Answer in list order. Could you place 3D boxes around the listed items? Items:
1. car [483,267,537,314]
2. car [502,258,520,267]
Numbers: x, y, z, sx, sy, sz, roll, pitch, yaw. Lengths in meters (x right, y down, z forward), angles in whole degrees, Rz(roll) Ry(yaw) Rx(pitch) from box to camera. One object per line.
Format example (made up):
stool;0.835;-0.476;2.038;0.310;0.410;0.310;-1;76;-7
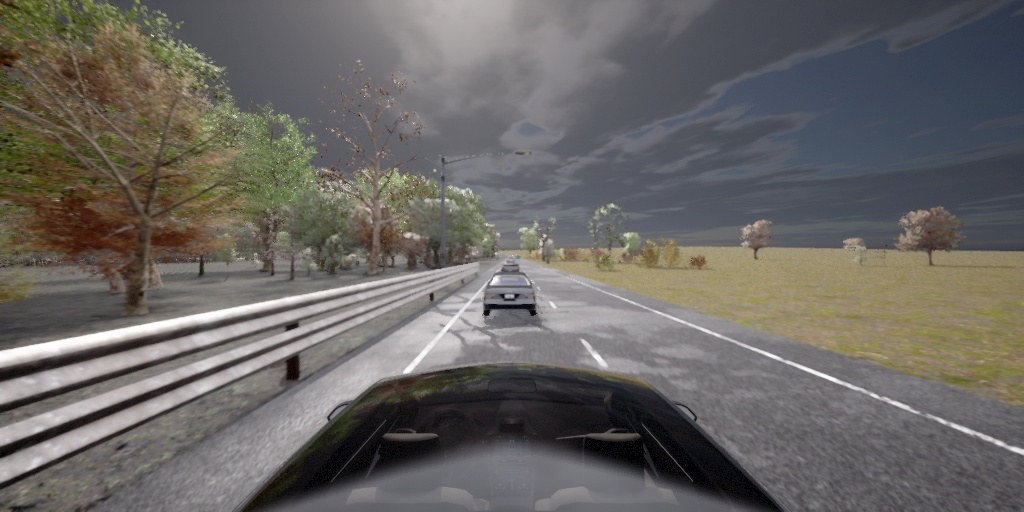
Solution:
car;-0.077;1.304;13.689;2.033;1.411;5.357;0;0;0
car;-0.120;1.256;37.690;2.128;1.511;4.902;0;0;0
